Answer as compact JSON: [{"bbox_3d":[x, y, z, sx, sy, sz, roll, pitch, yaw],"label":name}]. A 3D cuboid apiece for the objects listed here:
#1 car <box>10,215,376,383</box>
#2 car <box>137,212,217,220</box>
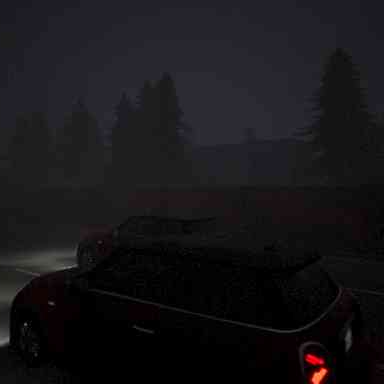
[{"bbox_3d":[-0.322,1.351,4.225,4.553,1.767,2.097,0,0,35],"label":"car"},{"bbox_3d":[-1.088,1.350,9.066,4.553,1.767,2.097,0,0,36],"label":"car"}]
